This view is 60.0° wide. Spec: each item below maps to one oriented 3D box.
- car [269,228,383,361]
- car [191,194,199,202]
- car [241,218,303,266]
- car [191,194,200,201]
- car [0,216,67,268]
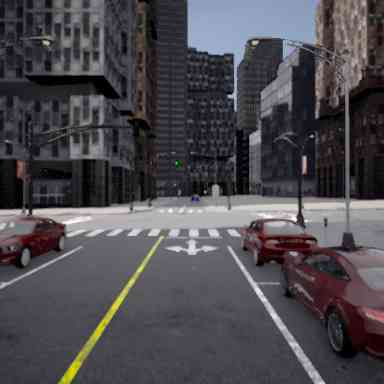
[{"bbox_3d":[2.771,1.581,5.718,1.802,1.307,4.206,1,0,0],"label":"car"},{"bbox_3d":[0.707,1.503,75.138,1.882,1.535,5.008,0,0,1],"label":"car"},{"bbox_3d":[2.771,1.542,11.327,1.887,1.381,4.507,1,0,0],"label":"car"},{"bbox_3d":[0.871,1.275,85.561,2.097,1.767,4.553,0,0,1],"label":"car"},{"bbox_3d":[-5.755,1.542,11.326,1.887,1.381,4.507,1,0,0],"label":"car"}]
